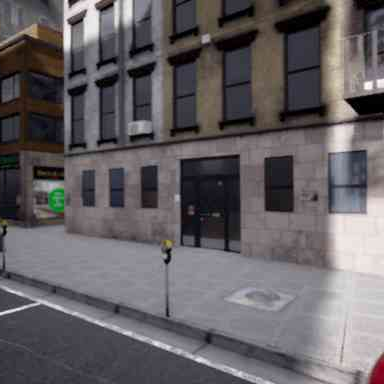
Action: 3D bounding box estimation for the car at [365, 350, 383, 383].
[{"bbox_3d":[3.080,1.327,0.757,5.009,1.841,2.192,0,0,36],"label":"car"}]
